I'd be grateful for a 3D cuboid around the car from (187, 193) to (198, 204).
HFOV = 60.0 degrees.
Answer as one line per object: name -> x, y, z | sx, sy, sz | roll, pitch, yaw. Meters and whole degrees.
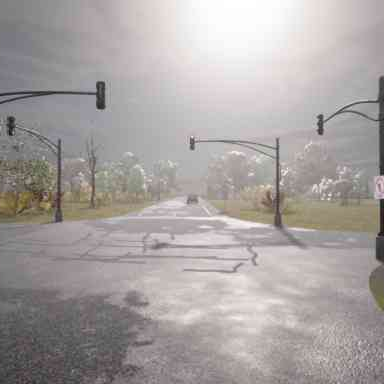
car -> 0.107, 1.294, 67.703 | 2.150, 2.045, 5.566 | 0, 0, 0
